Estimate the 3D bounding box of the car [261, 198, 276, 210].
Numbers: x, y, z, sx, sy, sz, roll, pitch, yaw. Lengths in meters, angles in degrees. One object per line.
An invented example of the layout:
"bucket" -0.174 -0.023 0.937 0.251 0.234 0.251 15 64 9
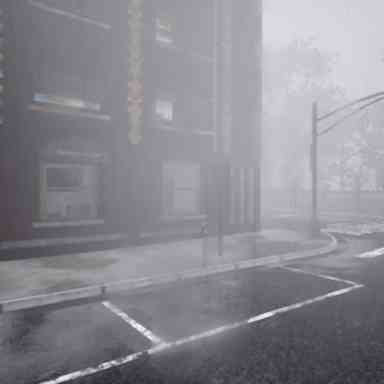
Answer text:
"car" 6.434 1.123 34.530 1.752 1.417 4.829 1 0 -36
